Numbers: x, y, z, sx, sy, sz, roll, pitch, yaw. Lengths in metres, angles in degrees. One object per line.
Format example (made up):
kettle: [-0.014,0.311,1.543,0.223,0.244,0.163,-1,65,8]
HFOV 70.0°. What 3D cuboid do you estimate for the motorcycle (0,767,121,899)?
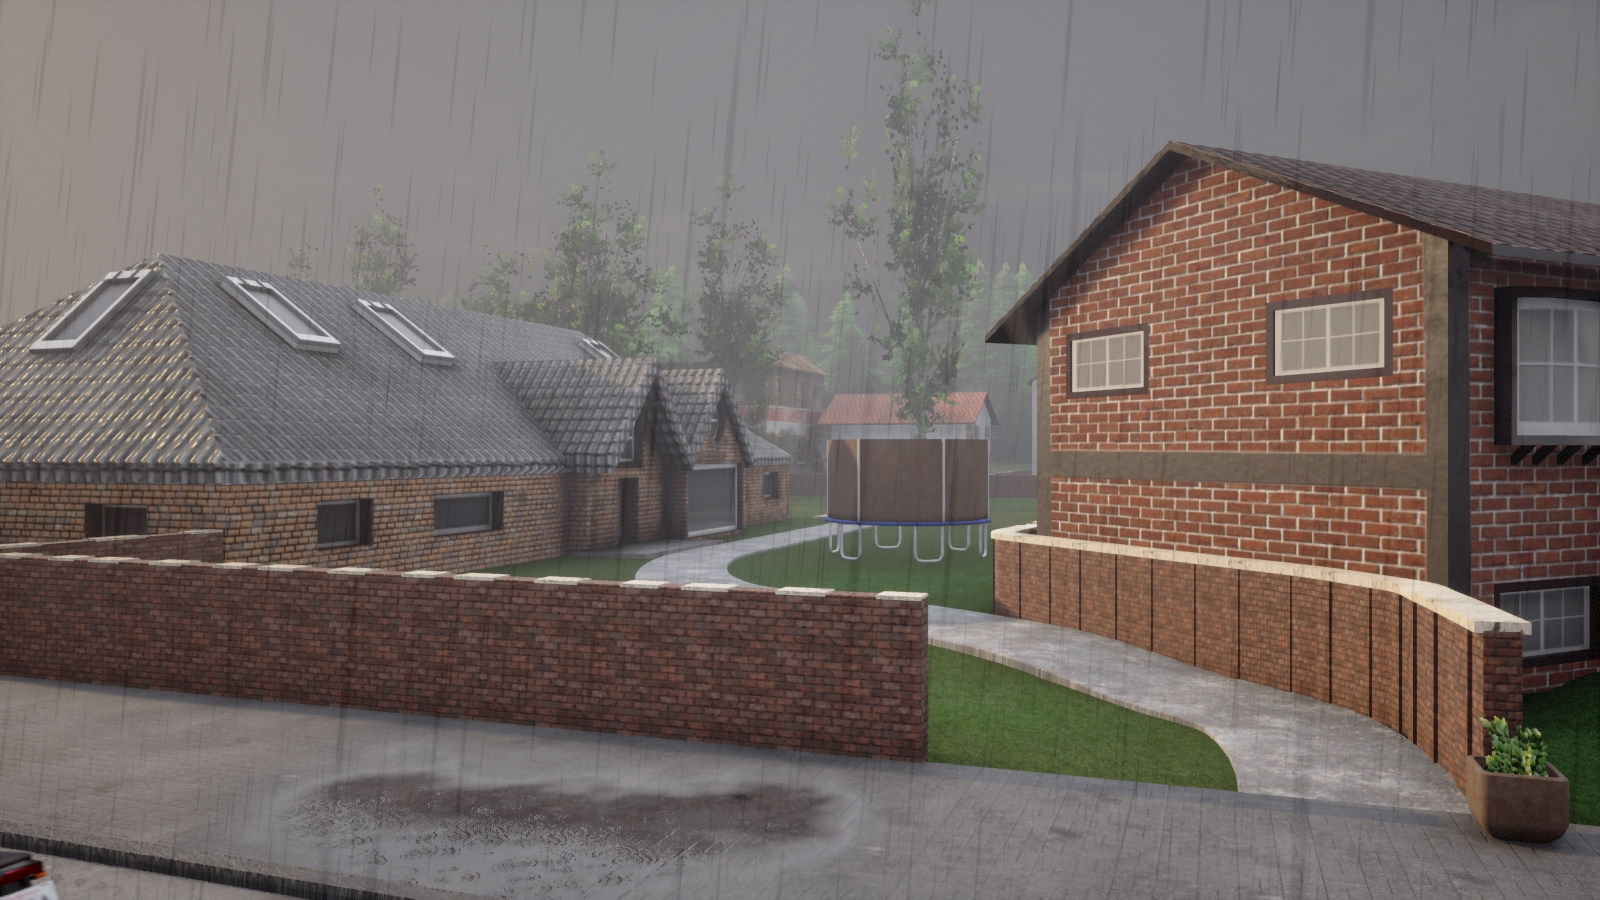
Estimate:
motorcycle: [-4.316,2.186,5.400,2.033,1.199,0.803,0,0,20]
